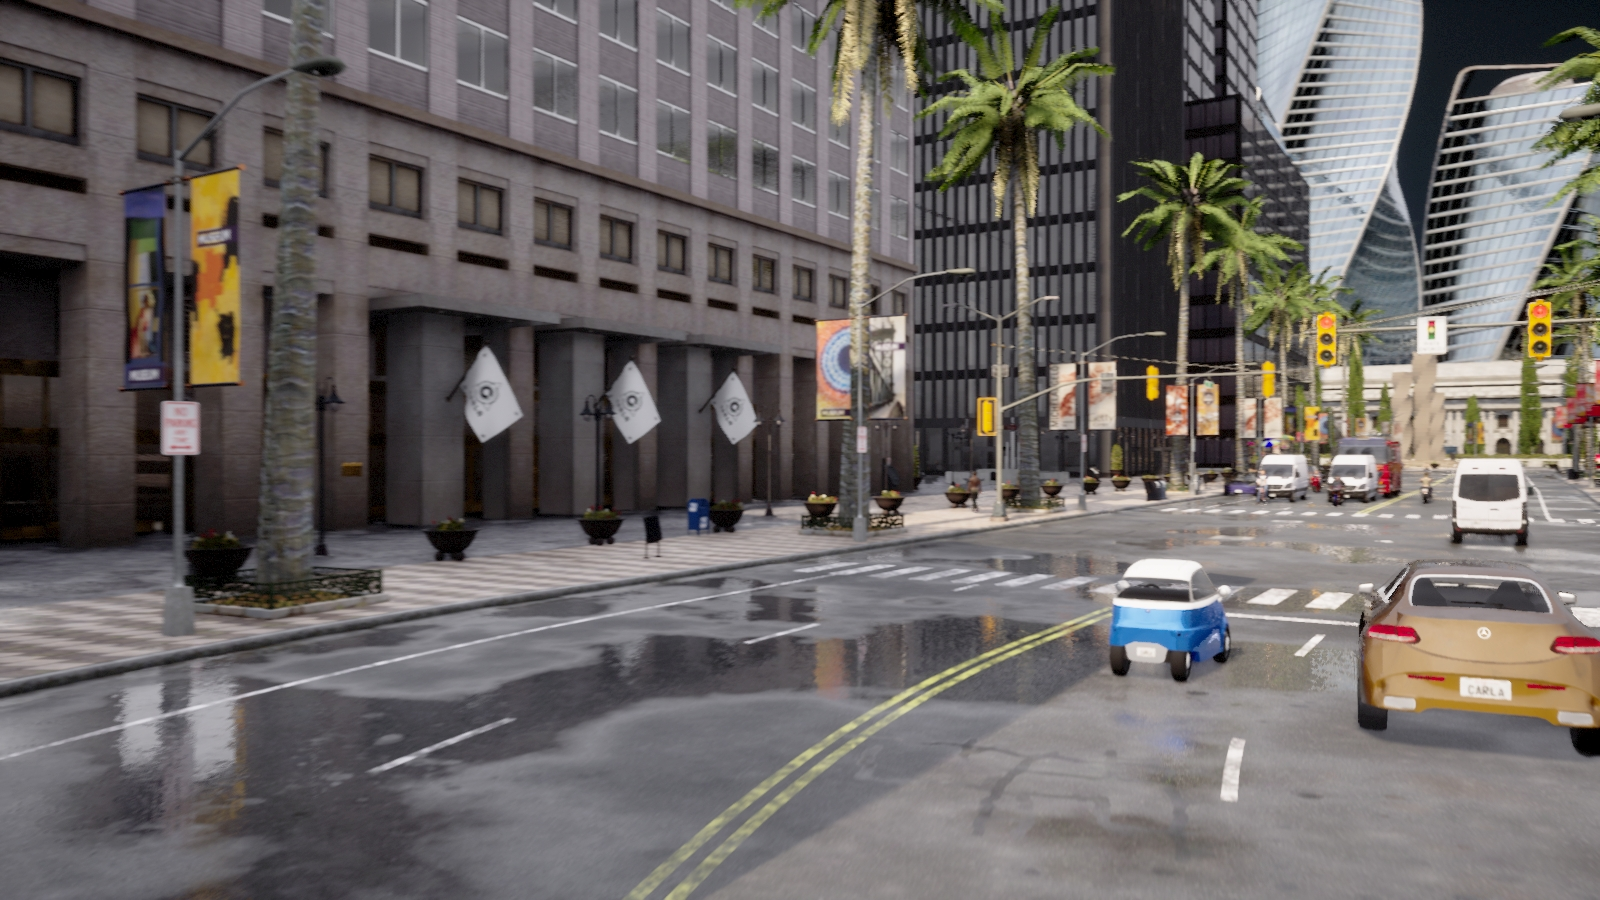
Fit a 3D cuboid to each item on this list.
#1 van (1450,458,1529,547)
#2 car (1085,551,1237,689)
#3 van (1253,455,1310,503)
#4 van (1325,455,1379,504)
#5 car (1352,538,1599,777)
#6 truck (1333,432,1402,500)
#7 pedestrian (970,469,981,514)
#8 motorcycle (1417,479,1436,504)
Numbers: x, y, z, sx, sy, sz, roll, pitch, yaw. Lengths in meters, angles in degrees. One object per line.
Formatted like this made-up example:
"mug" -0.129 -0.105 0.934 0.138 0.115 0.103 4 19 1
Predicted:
"van" 21.980 1.551 36.337 1.988 2.561 5.915 0 0 32
"car" 4.719 2.124 14.817 1.481 1.376 2.207 0 0 29
"van" 26.936 1.555 63.847 1.988 2.561 5.915 0 0 32
"van" 30.263 1.558 62.559 1.988 2.561 5.915 0 0 32
"car" 7.283 1.998 12.494 2.152 1.651 5.027 0 0 27
"truck" 34.451 0.917 69.181 2.891 3.827 8.468 0 0 32
"pedestrian" 7.290 1.703 47.476 0.375 1.860 0.375 0 0 -5
"motorcycle" 33.658 2.196 61.385 0.764 1.277 2.356 0 0 32
